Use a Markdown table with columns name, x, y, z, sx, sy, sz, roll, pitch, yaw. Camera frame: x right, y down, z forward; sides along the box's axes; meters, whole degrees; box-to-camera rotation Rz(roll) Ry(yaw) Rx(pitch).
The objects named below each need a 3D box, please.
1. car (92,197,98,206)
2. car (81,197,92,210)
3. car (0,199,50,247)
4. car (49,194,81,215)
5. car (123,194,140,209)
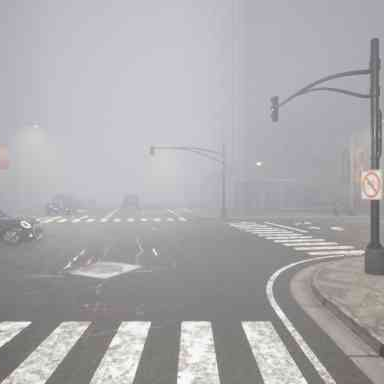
| name | x | y | z | sx | sy | sz | roll | pitch | yaw |
| --- | --- | --- | --- | --- | --- | --- | --- | --- | --- |
| car | -16.529 | 1.515 | 54.059 | 1.882 | 1.535 | 5.008 | 0 | 0 | -9 |
| car | -14.922 | 1.590 | 44.026 | 1.994 | 1.385 | 4.181 | 0 | 0 | -10 |
| car | -8.871 | 1.354 | 14.281 | 4.553 | 1.767 | 2.097 | 0 | 0 | -9 |
| car | -13.313 | 1.239 | 34.167 | 2.150 | 2.045 | 5.566 | 0 | 0 | -10 |
| car | -8.641 | 1.251 | 47.205 | 2.150 | 2.045 | 5.566 | 0 | 0 | -9 |
